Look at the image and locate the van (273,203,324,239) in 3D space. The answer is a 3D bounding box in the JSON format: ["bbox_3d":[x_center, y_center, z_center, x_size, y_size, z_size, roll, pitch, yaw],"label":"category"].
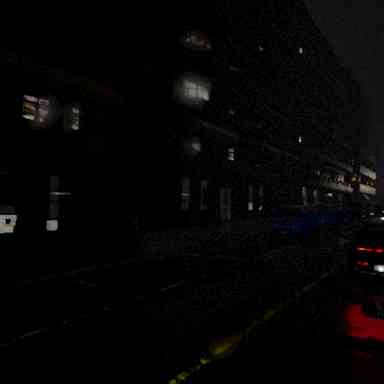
[{"bbox_3d":[6.093,1.630,19.321,1.690,1.788,3.998,2,0,36],"label":"van"}]

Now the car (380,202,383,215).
[{"bbox_3d":[23.303,2.202,38.599,1.812,1.442,4.674,0,-1,36],"label":"car"}]

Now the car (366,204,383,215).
[{"bbox_3d":[25.645,2.367,46.126,1.947,1.339,4.313,2,0,36],"label":"car"}]

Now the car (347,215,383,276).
[{"bbox_3d":[6.116,1.674,10.206,1.837,1.490,4.892,0,-1,36],"label":"car"}]

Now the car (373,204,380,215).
[{"bbox_3d":[19.132,1.940,37.190,2.192,1.841,5.009,2,0,36],"label":"car"}]

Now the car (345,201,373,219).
[{"bbox_3d":[15.872,1.854,32.724,2.192,1.841,5.009,2,0,36],"label":"car"}]

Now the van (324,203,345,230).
[{"bbox_3d":[9.353,1.712,23.790,1.690,1.788,3.998,2,0,36],"label":"van"}]
